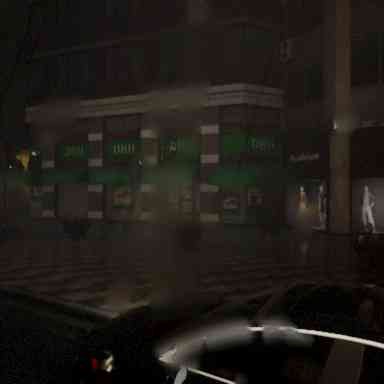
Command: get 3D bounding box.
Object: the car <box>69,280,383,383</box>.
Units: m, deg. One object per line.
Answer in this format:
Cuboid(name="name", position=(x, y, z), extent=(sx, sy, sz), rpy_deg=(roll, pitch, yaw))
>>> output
Cuboid(name="car", position=(1.045, 1.503, 2.541), extent=(4.892, 1.490, 1.837), rpy_deg=(0, 0, 36))
